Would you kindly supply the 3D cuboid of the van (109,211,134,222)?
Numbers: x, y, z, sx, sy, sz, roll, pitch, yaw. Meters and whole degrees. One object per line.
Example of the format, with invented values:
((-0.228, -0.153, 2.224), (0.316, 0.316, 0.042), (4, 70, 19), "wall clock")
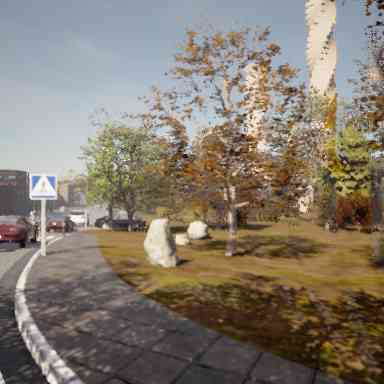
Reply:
((-12.952, 4.519, 61.535), (4.442, 1.987, 1.878), (0, -3, -12), "van")

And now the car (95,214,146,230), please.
((-7.396, 3.060, 34.595), (5.008, 1.535, 2.097), (0, -4, -12), "car")

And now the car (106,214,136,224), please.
((-11.359, 4.315, 53.424), (4.674, 1.452, 2.002), (0, -3, -12), "car")

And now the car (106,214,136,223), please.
((-11.959, 4.466, 56.112), (4.792, 1.488, 2.163), (0, -3, -12), "car")

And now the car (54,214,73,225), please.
((-20.084, 4.272, 52.196), (1.882, 1.535, 5.008), (0, -3, -12), "car")

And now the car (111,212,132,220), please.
((-15.307, 5.186, 72.283), (4.553, 1.767, 2.185), (0, -3, -12), "car")

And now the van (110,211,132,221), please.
((-14.884, 4.953, 69.567), (4.442, 1.987, 1.878), (0, -3, -12), "van")

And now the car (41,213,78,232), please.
((-12.055, 2.891, 30.376), (2.033, 1.411, 5.357), (0, -4, -12), "car")

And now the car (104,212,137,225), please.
((-10.257, 3.822, 48.040), (4.553, 1.767, 2.185), (0, -3, -12), "car")

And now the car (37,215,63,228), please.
((-18.016, 3.676, 42.389), (2.128, 1.511, 4.902), (0, -4, -12), "car")

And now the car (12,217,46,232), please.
((-15.850, 3.133, 32.622), (1.895, 1.301, 4.718), (0, -4, -12), "car")

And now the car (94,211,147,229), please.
((-6.829, 2.875, 31.905), (4.892, 1.521, 2.231), (0, -4, -12), "car")

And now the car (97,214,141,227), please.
((-9.273, 3.598, 42.627), (5.366, 1.575, 1.946), (0, -4, -12), "car")

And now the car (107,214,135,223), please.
((-12.468, 4.620, 58.814), (4.792, 1.488, 2.163), (0, -3, -12), "car")

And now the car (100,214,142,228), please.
((-8.495, 3.455, 39.974), (4.792, 1.488, 2.163), (0, -4, -12), "car")

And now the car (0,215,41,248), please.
((-8.728, 1.857, 15.978), (1.812, 1.442, 4.674), (0, -4, -17), "car")

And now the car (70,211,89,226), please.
((-15.009, 3.477, 43.935), (2.150, 2.045, 5.566), (0, -3, -12), "car")

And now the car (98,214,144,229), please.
((-7.951, 3.244, 37.285), (4.892, 1.521, 2.231), (0, -4, -12), "car")
